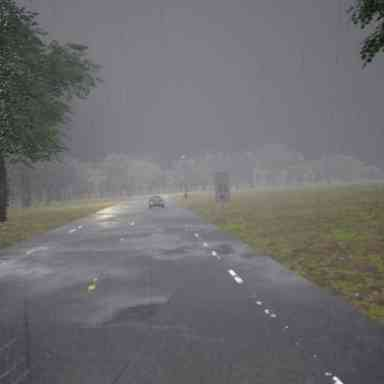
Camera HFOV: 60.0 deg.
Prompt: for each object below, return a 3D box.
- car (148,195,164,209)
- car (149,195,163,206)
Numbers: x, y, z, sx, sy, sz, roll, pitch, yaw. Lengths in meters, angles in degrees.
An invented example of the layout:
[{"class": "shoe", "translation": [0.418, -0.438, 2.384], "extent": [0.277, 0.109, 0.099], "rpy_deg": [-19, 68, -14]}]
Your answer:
[{"class": "car", "translation": [-4.370, 1.267, 40.914], "extent": [2.033, 1.411, 5.357], "rpy_deg": [-3, 1, -7]}, {"class": "car", "translation": [-5.352, 1.179, 49.427], "extent": [1.994, 1.385, 4.181], "rpy_deg": [-3, 1, -6]}]
